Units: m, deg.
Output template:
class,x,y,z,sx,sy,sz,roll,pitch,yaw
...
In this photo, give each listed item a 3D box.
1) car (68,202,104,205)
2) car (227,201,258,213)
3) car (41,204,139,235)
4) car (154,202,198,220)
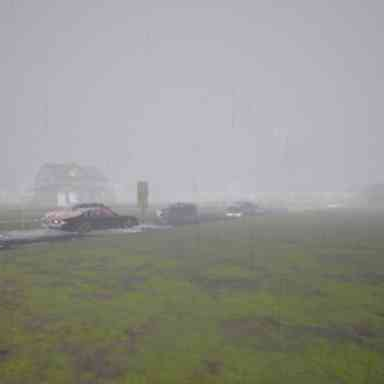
class,x,y,z,sx,sy,sz,roll,pitch,yaw
car,-7.489,1.478,21.903,2.097,1.767,4.553,0,0,36
car,6.303,1.768,40.955,2.033,1.411,5.357,0,0,36
car,-5.698,1.666,19.825,2.033,1.411,5.357,0,0,40
car,-1.414,1.657,30.299,2.128,1.511,4.902,0,0,36
